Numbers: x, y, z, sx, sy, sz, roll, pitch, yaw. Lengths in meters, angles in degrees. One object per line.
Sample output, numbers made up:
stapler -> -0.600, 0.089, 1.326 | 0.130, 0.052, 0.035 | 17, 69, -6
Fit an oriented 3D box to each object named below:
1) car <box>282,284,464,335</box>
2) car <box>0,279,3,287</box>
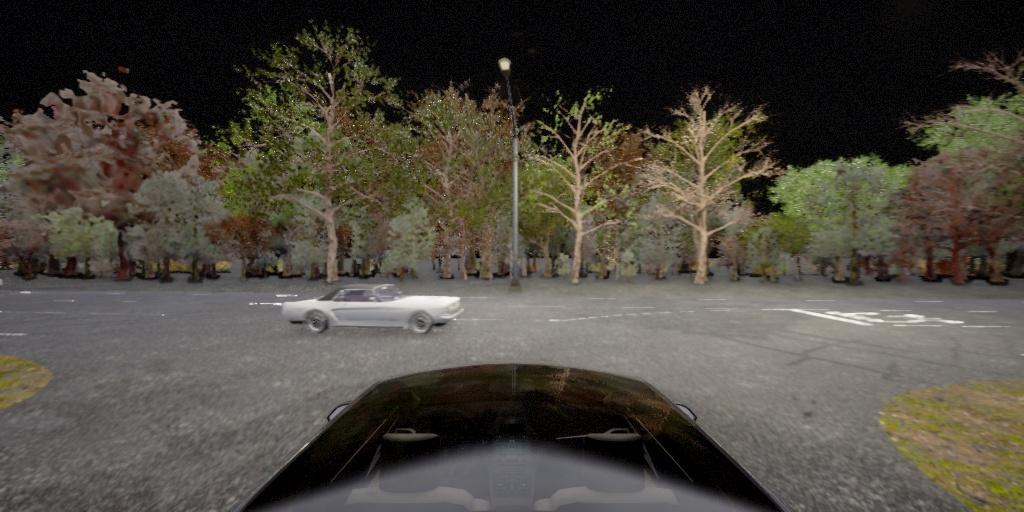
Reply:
car -> -3.854, 1.478, 10.431 | 4.718, 1.301, 1.895 | 0, -1, 5
car -> -32.088, 1.550, 20.257 | 4.718, 1.301, 1.895 | 0, -1, 6
